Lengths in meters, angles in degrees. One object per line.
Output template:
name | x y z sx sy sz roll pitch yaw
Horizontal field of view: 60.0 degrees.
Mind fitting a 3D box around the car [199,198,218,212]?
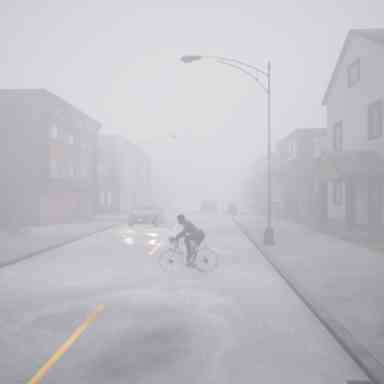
car | 1.897 1.489 37.804 2.128 1.511 4.902 0 0 3

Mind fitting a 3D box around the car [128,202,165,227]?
car | -2.998 1.505 22.697 1.837 1.490 4.892 0 0 3

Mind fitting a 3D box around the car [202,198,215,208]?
car | 2.447 1.599 48.952 1.895 1.301 4.718 0 0 3

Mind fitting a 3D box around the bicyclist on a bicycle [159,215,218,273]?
bicyclist on a bicycle | -0.120 1.446 9.170 1.656 1.620 0.582 -2 0 3
